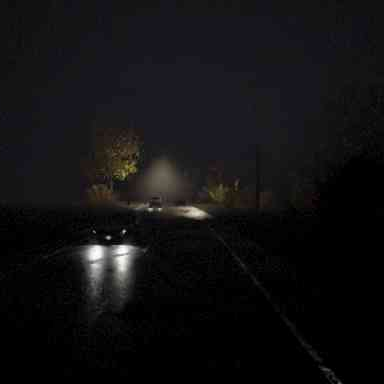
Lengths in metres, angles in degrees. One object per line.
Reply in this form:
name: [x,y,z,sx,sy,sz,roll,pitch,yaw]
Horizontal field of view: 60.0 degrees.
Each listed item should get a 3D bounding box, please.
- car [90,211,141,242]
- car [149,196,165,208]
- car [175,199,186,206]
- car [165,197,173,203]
car: [-3.895,1.739,17.895,2.033,1.411,5.357,0,-1,-2]
car: [-6.419,1.763,59.013,2.150,2.045,5.566,0,0,-5]
car: [-2.344,2.111,66.312,1.812,1.442,4.674,0,0,-6]
car: [-5.781,2.090,84.755,1.812,1.442,4.674,0,0,-8]
